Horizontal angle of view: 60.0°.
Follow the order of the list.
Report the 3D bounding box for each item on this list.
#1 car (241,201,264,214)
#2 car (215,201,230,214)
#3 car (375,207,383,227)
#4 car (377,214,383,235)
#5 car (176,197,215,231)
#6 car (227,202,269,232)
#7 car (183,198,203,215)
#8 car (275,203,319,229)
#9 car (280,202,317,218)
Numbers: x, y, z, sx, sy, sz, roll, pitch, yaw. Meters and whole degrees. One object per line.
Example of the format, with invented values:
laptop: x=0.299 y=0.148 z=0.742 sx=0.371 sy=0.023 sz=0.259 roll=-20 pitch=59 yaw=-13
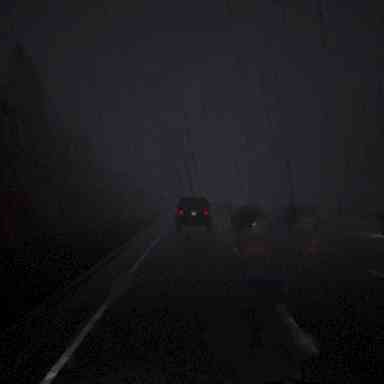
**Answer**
car: x=7.106 y=1.824 z=39.354 sx=1.994 sy=1.385 sz=4.181 roll=0 pitch=0 yaw=0
car: x=3.606 y=1.748 z=38.960 sx=2.128 sy=1.511 sz=4.902 roll=0 pitch=0 yaw=0
car: x=14.103 y=1.744 z=21.521 sx=1.895 sy=1.301 sz=4.718 roll=0 pitch=0 yaw=0
car: x=10.603 y=1.665 z=15.188 sx=1.994 sy=1.385 sz=4.181 roll=0 pitch=0 yaw=0
car: x=0.104 y=1.365 z=21.745 sx=2.150 sy=2.045 sz=5.566 roll=0 pitch=0 yaw=0
car: x=3.603 y=1.646 z=21.336 sx=1.837 sy=1.490 sz=4.892 roll=0 pitch=0 yaw=0
car: x=0.106 y=1.608 z=38.740 sx=2.097 sy=1.767 sz=4.553 roll=0 pitch=0 yaw=0
car: x=7.104 y=1.655 z=22.815 sx=1.837 sy=1.490 sz=4.892 roll=0 pitch=-1 yaw=0
car: x=10.605 y=1.770 z=33.676 sx=2.033 sy=1.411 sz=5.357 roll=0 pitch=0 yaw=0
